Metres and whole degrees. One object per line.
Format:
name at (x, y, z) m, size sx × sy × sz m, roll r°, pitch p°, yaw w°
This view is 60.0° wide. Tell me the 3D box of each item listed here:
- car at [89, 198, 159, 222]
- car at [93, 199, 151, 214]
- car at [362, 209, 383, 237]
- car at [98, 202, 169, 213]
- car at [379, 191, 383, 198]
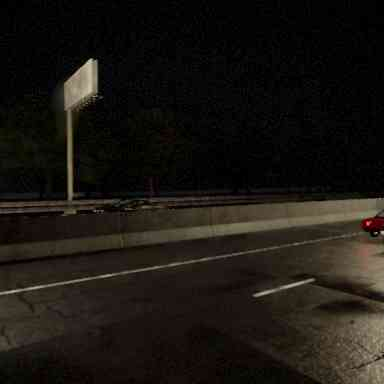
car at (-5.251, 1.335, 26.060) m, size 4.902 × 1.511 × 2.128 m, roll -1°, pitch 1°, yaw -36°
car at (-3.938, 1.361, 22.694) m, size 4.892 × 1.490 × 1.837 m, roll -1°, pitch 1°, yaw -36°
car at (9.753, 1.360, 15.039) m, size 4.718 × 1.301 × 1.895 m, roll -1°, pitch 1°, yaw -35°
car at (-2.686, 1.471, 19.285) m, size 4.718 × 1.301 × 1.895 m, roll -1°, pitch 1°, yaw -36°
car at (31.970, 0.347, 52.878) m, size 5.566 × 2.045 × 2.150 m, roll -1°, pitch 1°, yaw -36°
